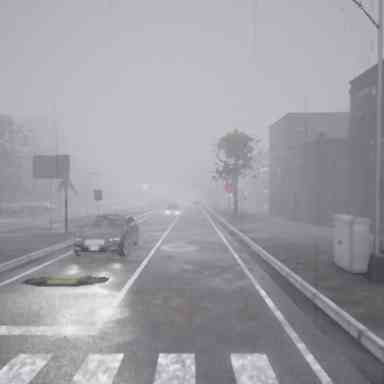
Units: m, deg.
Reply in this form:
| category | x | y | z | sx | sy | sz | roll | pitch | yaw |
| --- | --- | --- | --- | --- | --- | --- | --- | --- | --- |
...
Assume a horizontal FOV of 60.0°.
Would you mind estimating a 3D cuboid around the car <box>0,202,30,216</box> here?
| category | x | y | z | sx | sy | sz | roll | pitch | yaw |
| --- | --- | --- | --- | --- | --- | --- | --- | --- | --- |
| car | -21.838 | 2.014 | 38.323 | 4.674 | 1.452 | 2.002 | 0 | -1 | 0 |

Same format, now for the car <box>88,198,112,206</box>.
| category | x | y | z | sx | sy | sz | roll | pitch | yaw |
| --- | --- | --- | --- | --- | --- | --- | --- | --- | --- |
| car | -21.675 | 2.489 | 76.503 | 5.008 | 1.535 | 2.097 | 0 | -1 | 0 |

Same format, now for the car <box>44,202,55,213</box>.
| category | x | y | z | sx | sy | sz | roll | pitch | yaw |
| --- | --- | --- | --- | --- | --- | --- | --- | --- | --- |
| car | -21.819 | 2.061 | 44.872 | 5.008 | 1.535 | 2.097 | 0 | -1 | 0 |

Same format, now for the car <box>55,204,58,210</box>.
| category | x | y | z | sx | sy | sz | roll | pitch | yaw |
| --- | --- | --- | --- | --- | --- | --- | --- | --- | --- |
| car | -21.798 | 2.144 | 48.020 | 4.674 | 1.452 | 2.002 | 0 | -1 | 0 |

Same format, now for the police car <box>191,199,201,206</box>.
| category | x | y | z | sx | sy | sz | roll | pitch | yaw |
| --- | --- | --- | --- | --- | --- | --- | --- | --- | --- |
| police car | 1.243 | 2.505 | 81.850 | 1.930 | 1.638 | 5.238 | 0 | -1 | 0 |

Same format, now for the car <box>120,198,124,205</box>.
| category | x | y | z | sx | sy | sz | roll | pitch | yaw |
| --- | --- | --- | --- | --- | --- | --- | --- | --- | --- |
| car | -21.596 | 2.626 | 90.426 | 4.553 | 1.767 | 2.185 | 0 | -1 | 0 |

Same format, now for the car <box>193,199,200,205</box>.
| category | x | y | z | sx | sy | sz | roll | pitch | yaw |
| --- | --- | --- | --- | --- | --- | --- | --- | --- | --- |
| car | 1.277 | 2.795 | 91.754 | 1.837 | 1.490 | 4.892 | 0 | -1 | 0 |

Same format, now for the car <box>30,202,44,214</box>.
| category | x | y | z | sx | sy | sz | roll | pitch | yaw |
| --- | --- | --- | --- | --- | --- | --- | --- | --- | --- |
| car | -21.822 | 2.019 | 41.599 | 4.892 | 1.521 | 2.231 | 0 | -1 | 0 |

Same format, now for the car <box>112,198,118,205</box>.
| category | x | y | z | sx | sy | sz | roll | pitch | yaw |
| --- | --- | --- | --- | --- | --- | --- | --- | --- | --- |
| car | -21.663 | 2.584 | 82.070 | 5.008 | 1.535 | 2.097 | 0 | -1 | 0 |

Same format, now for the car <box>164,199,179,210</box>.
| category | x | y | z | sx | sy | sz | roll | pitch | yaw |
| --- | --- | --- | --- | --- | --- | --- | --- | --- | --- |
| car | -3.138 | 2.322 | 55.030 | 1.895 | 1.301 | 4.718 | 0 | -1 | 1 |

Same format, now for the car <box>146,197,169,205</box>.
| category | x | y | z | sx | sy | sz | roll | pitch | yaw |
| --- | --- | --- | --- | --- | --- | --- | --- | --- | --- |
| car | -8.583 | 2.521 | 79.212 | 4.892 | 1.521 | 2.231 | 0 | -1 | 0 |

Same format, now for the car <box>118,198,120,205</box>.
| category | x | y | z | sx | sy | sz | roll | pitch | yaw |
| --- | --- | --- | --- | --- | --- | --- | --- | --- | --- |
| car | -21.649 | 2.677 | 84.856 | 4.674 | 1.452 | 2.002 | 0 | -1 | 0 |

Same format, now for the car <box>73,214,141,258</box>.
| category | x | y | z | sx | sy | sz | roll | pitch | yaw |
| --- | --- | --- | --- | --- | --- | --- | --- | --- | --- |
| car | -3.318 | 1.672 | 13.748 | 2.128 | 1.511 | 4.902 | 0 | -1 | 0 |
